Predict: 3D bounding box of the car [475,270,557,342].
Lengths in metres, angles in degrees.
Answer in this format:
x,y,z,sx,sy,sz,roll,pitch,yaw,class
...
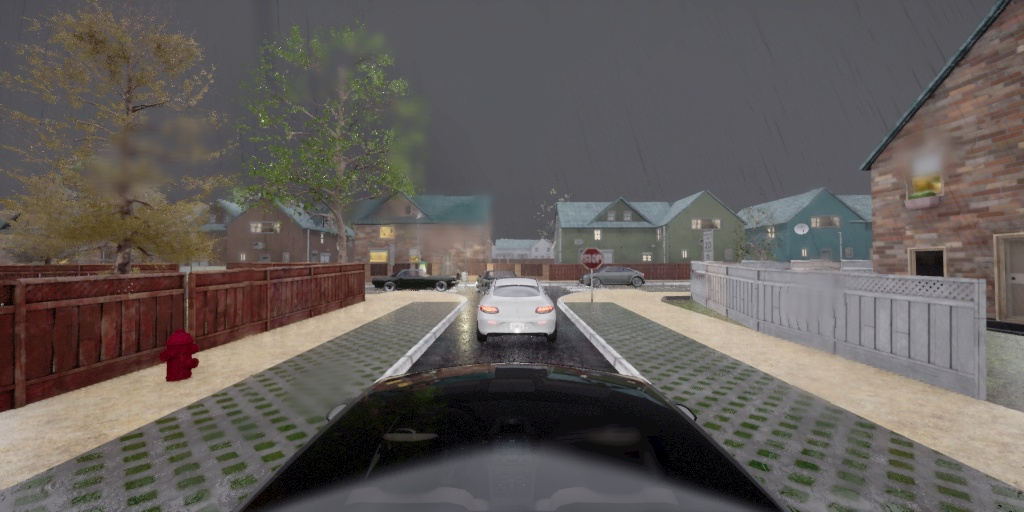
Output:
x,y,z,sx,sy,sz,roll,pitch,yaw,class
0.106,1.280,9.684,1.812,1.442,4.674,0,0,0,car

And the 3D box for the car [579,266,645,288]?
x,y,z,sx,sy,sz,roll,pitch,yaw,class
6.548,1.346,23.676,4.181,1.385,1.994,0,-1,1,car

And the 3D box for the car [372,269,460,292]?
x,y,z,sx,sy,sz,roll,pitch,yaw,class
-5.474,1.418,20.890,4.718,1.301,1.895,-1,-1,1,car

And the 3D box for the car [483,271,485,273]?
x,y,z,sx,sy,sz,roll,pitch,yaw,class
-0.749,1.367,18.504,1.895,1.301,4.718,0,-1,-12,car

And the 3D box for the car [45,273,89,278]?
x,y,z,sx,sy,sz,roll,pitch,yaw,class
-25.599,1.634,21.168,4.718,1.301,1.895,-1,-1,1,car

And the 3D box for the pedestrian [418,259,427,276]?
x,y,z,sx,sy,sz,roll,pitch,yaw,class
-6.690,1.120,26.776,0.375,1.860,0.375,0,-1,1,pedestrian
